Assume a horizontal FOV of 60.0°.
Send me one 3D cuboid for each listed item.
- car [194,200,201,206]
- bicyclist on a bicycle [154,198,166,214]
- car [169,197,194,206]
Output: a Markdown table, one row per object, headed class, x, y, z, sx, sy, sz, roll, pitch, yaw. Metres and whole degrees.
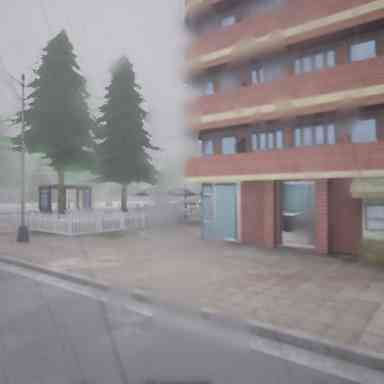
| class | x | y | z | sx | sy | sz | roll | pitch | yaw |
| --- | --- | --- | --- | --- | --- | --- | --- | --- | --- |
| car | 3.578 | 1.768 | 54.018 | 5.357 | 1.411 | 2.033 | 0 | 0 | -31 |
| bicyclist on a bicycle | -3.010 | 1.413 | 30.789 | 1.656 | 1.620 | 0.582 | -1 | -1 | 38 |
| car | -1.532 | 1.586 | 54.664 | 4.553 | 1.767 | 2.097 | 0 | 0 | -36 |
